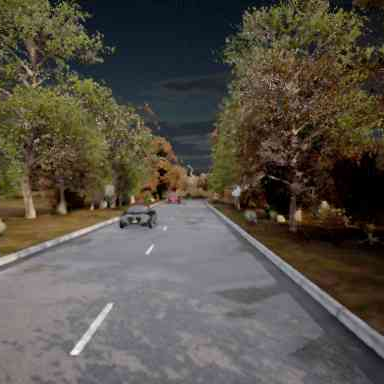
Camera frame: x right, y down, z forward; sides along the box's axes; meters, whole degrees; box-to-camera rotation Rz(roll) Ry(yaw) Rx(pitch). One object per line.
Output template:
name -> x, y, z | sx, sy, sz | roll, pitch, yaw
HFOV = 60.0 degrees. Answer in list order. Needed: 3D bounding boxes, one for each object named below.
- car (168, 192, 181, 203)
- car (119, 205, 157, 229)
car -> -3.258, 1.046, 62.338 | 2.150, 2.045, 5.566 | 0, 0, 1
car -> -3.341, 1.519, 21.271 | 1.994, 1.385, 4.181 | 0, 0, 0
